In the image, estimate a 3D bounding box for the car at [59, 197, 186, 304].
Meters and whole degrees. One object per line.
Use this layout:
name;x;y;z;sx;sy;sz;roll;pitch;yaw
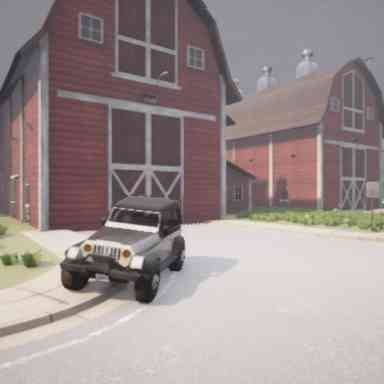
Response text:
car;-1.314;1.139;8.045;1.905;1.878;3.866;6;3;12
